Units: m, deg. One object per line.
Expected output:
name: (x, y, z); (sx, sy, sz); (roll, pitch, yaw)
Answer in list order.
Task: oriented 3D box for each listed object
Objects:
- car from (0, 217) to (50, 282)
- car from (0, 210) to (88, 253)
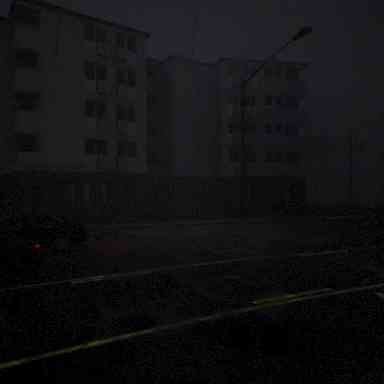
car: (-5.985, 1.546, 8.188); (4.181, 1.385, 1.994); (-1, 0, -32)
car: (-6.341, 1.465, 12.090); (4.892, 1.490, 1.837); (0, 0, -30)
